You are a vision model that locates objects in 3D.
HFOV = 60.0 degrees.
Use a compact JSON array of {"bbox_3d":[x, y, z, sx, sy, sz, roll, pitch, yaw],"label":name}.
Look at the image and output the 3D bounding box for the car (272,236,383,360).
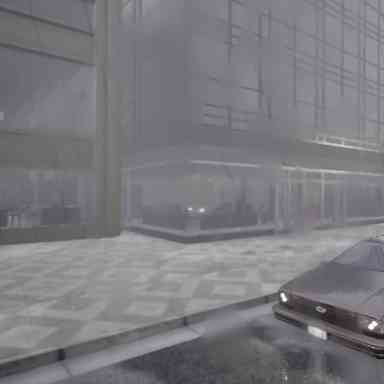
[{"bbox_3d":[3.907,1.568,6.159,5.357,1.411,2.033,0,0,-35],"label":"car"}]
